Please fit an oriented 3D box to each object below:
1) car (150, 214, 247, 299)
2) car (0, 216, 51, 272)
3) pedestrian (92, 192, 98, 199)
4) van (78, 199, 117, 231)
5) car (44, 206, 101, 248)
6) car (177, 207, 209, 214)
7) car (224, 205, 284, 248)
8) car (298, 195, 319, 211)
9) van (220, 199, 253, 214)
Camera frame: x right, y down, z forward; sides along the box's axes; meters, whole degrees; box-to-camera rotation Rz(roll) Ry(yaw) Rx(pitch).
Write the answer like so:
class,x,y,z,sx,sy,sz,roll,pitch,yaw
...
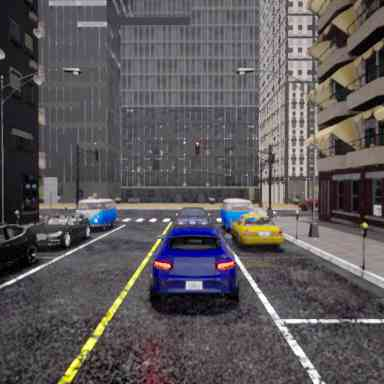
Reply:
class,x,y,z,sx,sy,sz,roll,pitch,yaw
car,0.060,1.519,8.308,1.812,1.442,4.674,0,0,1
car,-5.707,1.559,8.826,1.947,1.339,4.313,-1,0,0
pedestrian,-12.425,0.863,42.426,0.375,1.860,0.375,0,1,0
van,-5.718,1.326,20.030,1.690,1.788,3.998,-1,0,0
car,-5.711,1.540,14.428,2.008,1.369,4.403,-1,0,0
car,0.046,1.534,18.551,2.033,1.411,5.357,0,0,1
car,2.669,1.514,14.576,1.752,1.417,4.829,-1,0,0
car,15.208,1.317,39.348,5.009,1.841,2.192,0,1,0
van,2.662,1.326,20.007,1.690,1.788,3.998,-1,0,0
